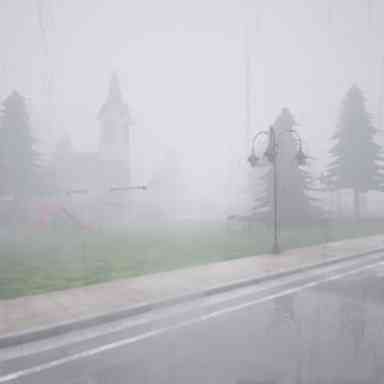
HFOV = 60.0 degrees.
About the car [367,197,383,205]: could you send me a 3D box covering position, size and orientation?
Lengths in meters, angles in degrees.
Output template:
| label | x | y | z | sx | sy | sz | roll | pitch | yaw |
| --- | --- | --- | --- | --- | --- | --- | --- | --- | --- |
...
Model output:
| label | x | y | z | sx | sy | sz | roll | pitch | yaw |
| --- | --- | --- | --- | --- | --- | --- | --- | --- | --- |
| car | 43.726 | 2.372 | 80.162 | 1.845 | 1.501 | 3.633 | 0 | -1 | -39 |
